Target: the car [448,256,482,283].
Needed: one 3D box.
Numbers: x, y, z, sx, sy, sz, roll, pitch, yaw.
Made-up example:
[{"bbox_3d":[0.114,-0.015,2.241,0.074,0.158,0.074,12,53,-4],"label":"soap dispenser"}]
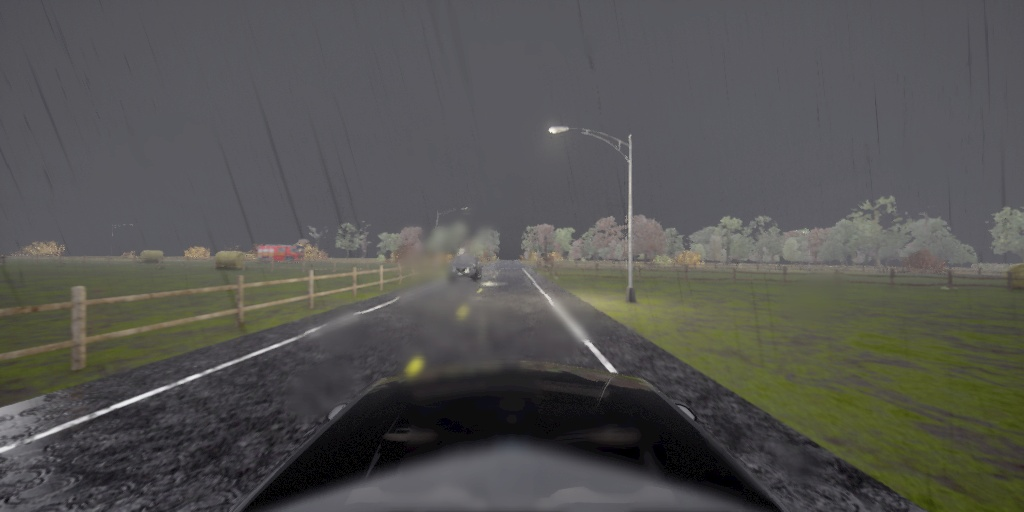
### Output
[{"bbox_3d":[-3.588,0.990,28.272,2.150,2.045,5.566,0,0,0],"label":"car"}]
